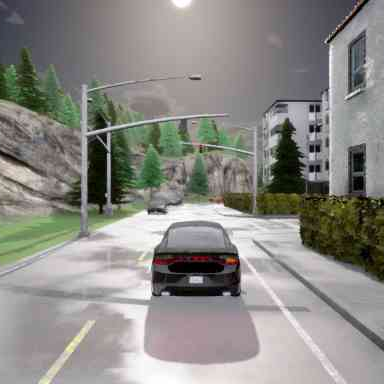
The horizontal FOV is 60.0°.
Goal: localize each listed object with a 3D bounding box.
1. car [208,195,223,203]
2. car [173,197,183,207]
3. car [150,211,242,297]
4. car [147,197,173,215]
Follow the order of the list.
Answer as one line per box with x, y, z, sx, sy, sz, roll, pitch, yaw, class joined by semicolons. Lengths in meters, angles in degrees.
5.353;1.351;68.468;2.097;1.767;4.553;0;0;42;car
-2.730;1.505;51.067;1.837;1.490;4.892;0;0;10;car
0.097;1.478;8.646;1.882;1.535;5.008;0;0;0;car
-3.501;1.547;34.711;2.033;1.411;5.357;0;0;0;car
